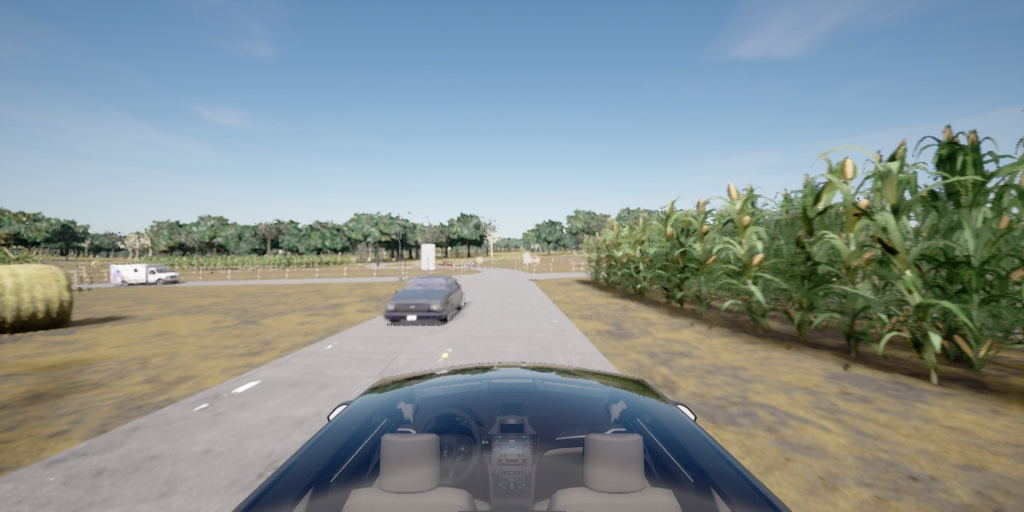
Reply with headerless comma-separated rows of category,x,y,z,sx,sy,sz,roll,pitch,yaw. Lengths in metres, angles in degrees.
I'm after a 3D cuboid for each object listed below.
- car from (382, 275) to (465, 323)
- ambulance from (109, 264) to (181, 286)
car,-2.845,1.402,12.838,2.033,1.411,5.357,0,-1,0
ambulance,-42.133,2.180,41.364,6.366,2.431,2.351,-1,1,0
